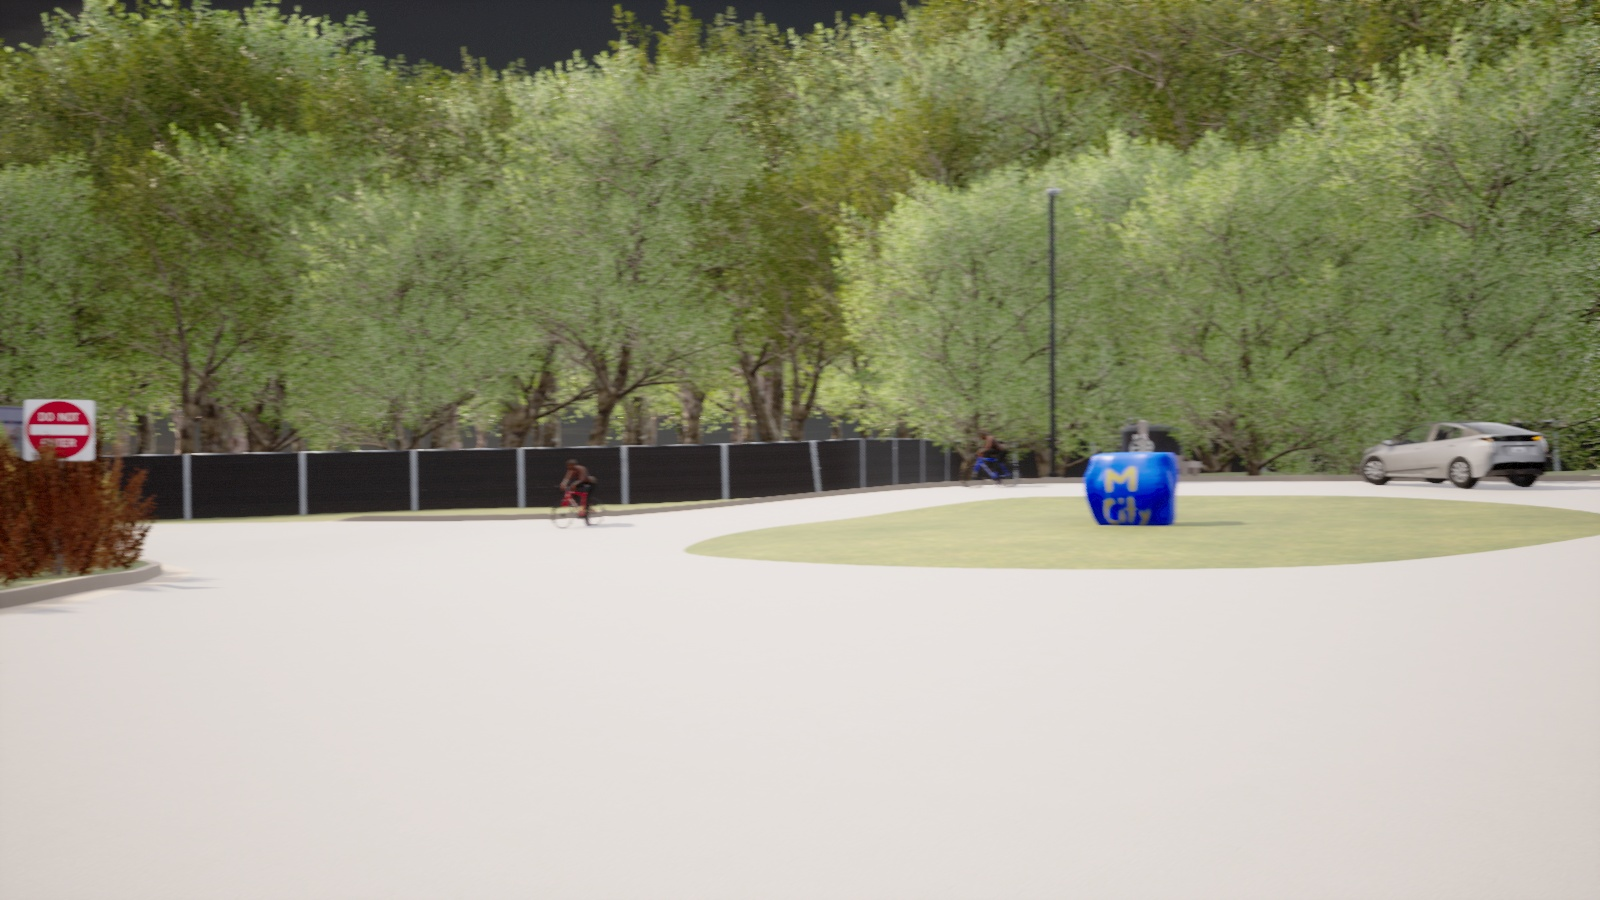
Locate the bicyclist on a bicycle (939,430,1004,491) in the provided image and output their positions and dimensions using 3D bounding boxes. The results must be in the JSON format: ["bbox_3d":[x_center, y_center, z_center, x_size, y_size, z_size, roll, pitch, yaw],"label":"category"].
[{"bbox_3d":[4.782,0.294,35.076,1.656,1.620,0.582,-3,1,0],"label":"bicyclist on a bicycle"}]

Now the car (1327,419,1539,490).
[{"bbox_3d":[14.798,0.090,29.682,2.007,1.525,4.514,-1,0,-14],"label":"car"}]

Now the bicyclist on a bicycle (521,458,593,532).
[{"bbox_3d":[-5.680,1.031,29.391,0.582,1.620,1.656,0,1,36],"label":"bicyclist on a bicycle"}]
